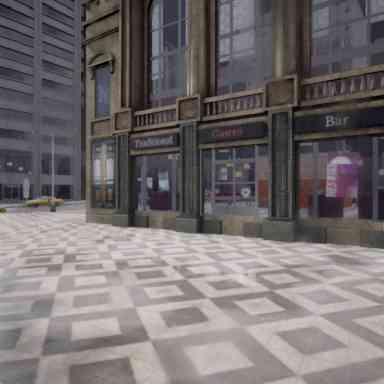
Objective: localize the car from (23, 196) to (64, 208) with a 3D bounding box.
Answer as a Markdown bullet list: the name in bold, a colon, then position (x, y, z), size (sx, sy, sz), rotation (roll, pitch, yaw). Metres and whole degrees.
- **car**: position (-18.529, 1.146, 41.593), size (1.752, 1.417, 4.829), rotation (1, 2, 36)

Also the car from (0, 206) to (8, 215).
- **car**: position (-18.052, 1.343, 27.692), size (1.752, 1.417, 4.829), rotation (1, 2, 36)
